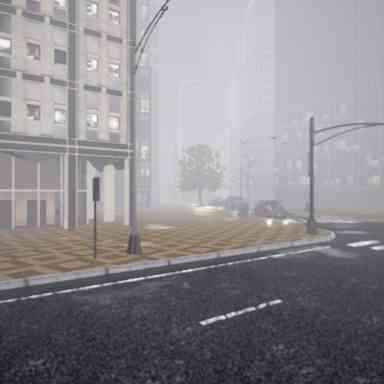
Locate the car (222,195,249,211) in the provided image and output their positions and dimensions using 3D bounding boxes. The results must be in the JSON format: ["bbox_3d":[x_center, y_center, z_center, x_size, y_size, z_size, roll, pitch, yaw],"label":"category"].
[{"bbox_3d":[6.068,1.504,45.346,2.150,2.045,5.566,0,0,-7],"label":"car"}]

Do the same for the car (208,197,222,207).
[{"bbox_3d":[4.122,2.015,60.554,1.895,1.301,4.718,0,-1,-7],"label":"car"}]

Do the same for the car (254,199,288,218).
[{"bbox_3d":[7.704,1.540,32.733,2.097,1.767,4.553,0,0,-7],"label":"car"}]
